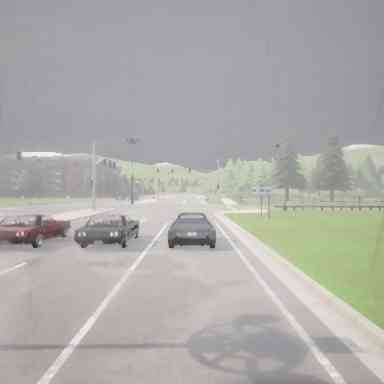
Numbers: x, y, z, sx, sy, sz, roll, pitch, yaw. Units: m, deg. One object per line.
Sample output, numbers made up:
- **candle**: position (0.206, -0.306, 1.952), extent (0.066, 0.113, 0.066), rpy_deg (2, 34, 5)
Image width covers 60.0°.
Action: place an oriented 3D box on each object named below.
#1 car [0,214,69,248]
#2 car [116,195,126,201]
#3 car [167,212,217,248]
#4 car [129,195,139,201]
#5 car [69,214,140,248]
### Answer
- **car**: position (-7.000, 1.614, 14.680), extent (1.895, 1.301, 4.718), rpy_deg (0, 0, 0)
- **car**: position (-18.500, 1.520, 86.278), extent (2.128, 1.511, 4.902), rpy_deg (0, 0, 0)
- **car**: position (0.000, 1.570, 14.650), extent (1.994, 1.385, 4.181), rpy_deg (0, 0, 0)
- **car**: position (-15.000, 1.535, 86.286), extent (2.033, 1.411, 5.357), rpy_deg (0, 0, 0)
- **car**: position (-3.500, 1.614, 14.680), extent (1.895, 1.301, 4.718), rpy_deg (0, 0, 0)
